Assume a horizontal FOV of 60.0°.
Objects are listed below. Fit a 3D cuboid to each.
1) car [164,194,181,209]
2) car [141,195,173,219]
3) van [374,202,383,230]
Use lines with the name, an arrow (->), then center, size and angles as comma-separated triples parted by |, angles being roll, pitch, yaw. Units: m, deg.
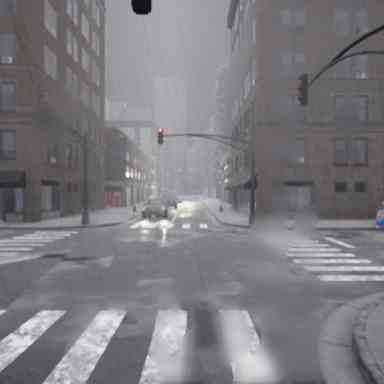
car -> -3.069, 1.249, 45.160 | 2.150, 2.045, 5.566 | 0, 0, 0
car -> -3.084, 1.370, 28.965 | 2.097, 1.767, 4.553 | 0, 0, 0
van -> 12.064, 1.360, 17.868 | 3.998, 1.788, 1.690 | 0, 0, 0
